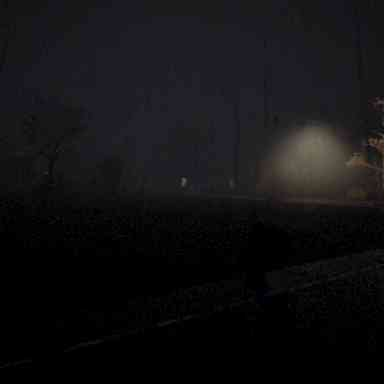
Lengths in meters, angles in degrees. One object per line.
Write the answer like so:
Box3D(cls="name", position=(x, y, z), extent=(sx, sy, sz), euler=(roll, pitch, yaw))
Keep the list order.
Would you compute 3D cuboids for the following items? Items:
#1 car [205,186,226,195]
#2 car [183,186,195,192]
Box3D(cls="car", position=(4.453, -0.392, 63.276), extent=(2.097, 1.767, 4.553), euler=(0, 2, -36))
Box3D(cls="car", position=(-1.395, -0.628, 71.433), extent=(2.033, 1.411, 5.357), euler=(0, 2, -36))
